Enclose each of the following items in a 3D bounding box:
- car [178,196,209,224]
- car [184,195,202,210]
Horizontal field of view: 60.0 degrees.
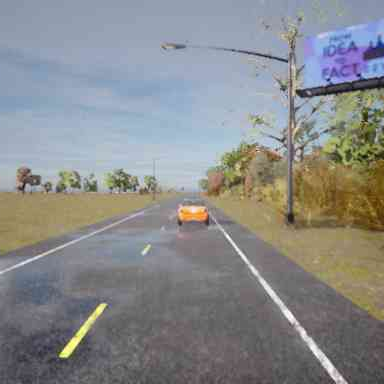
[{"bbox_3d":[0.108,1.279,23.924,2.097,1.767,4.553,0,0,0],"label":"car"},{"bbox_3d":[0.113,1.224,41.132,2.097,1.767,4.553,0,0,0],"label":"car"}]
